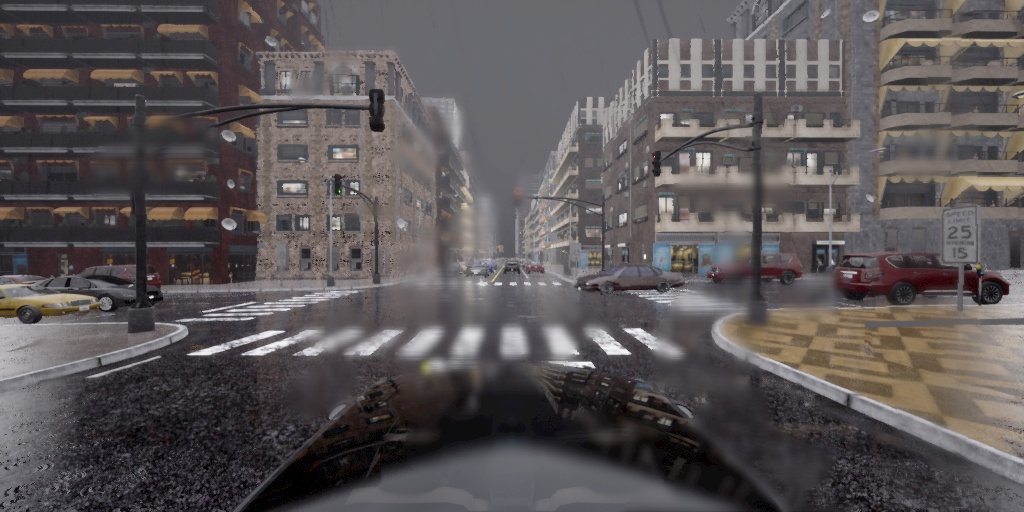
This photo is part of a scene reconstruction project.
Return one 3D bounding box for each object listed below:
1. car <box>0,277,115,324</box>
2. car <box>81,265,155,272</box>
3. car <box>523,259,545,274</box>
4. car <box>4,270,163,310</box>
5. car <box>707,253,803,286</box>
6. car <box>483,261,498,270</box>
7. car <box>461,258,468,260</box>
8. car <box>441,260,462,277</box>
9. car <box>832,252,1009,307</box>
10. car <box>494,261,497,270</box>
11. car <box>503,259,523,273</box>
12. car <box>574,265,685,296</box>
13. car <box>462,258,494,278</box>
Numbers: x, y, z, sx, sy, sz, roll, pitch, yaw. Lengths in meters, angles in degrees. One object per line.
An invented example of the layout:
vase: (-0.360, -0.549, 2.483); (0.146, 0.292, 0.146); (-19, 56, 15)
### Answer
car: (-17.651, 1.585, 12.771); (4.829, 1.417, 1.751); (0, 0, -1)
car: (-23.637, 1.462, 21.055); (5.009, 1.841, 2.192); (0, 0, -1)
car: (2.613, 1.198, 40.822); (1.967, 1.591, 4.097); (0, 0, 0)
car: (-17.895, 1.560, 15.355); (4.892, 1.490, 1.837); (-1, 0, -1)
car: (14.537, 0.759, 21.497); (5.009, 1.841, 2.192); (0, 0, -1)
car: (-3.194, 1.365, 53.415); (1.895, 1.301, 4.718); (0, 0, 0)
car: (-5.767, 1.284, 40.633); (1.751, 1.417, 4.829); (0, 0, 0)
car: (-5.756, 1.322, 35.120); (1.948, 1.339, 4.313); (0, 0, 0)
car: (14.688, 0.775, 13.118); (5.009, 1.841, 2.192); (0, 0, -1)
car: (-3.181, 1.237, 43.418); (1.882, 1.535, 5.008); (0, 0, 0)
car: (0.012, 1.264, 43.373); (1.837, 1.490, 4.892); (0, 0, 0)
car: (5.893, 1.159, 18.039); (5.357, 1.411, 2.033); (-1, 0, -12)
car: (-3.163, 1.247, 33.996); (2.128, 1.511, 4.902); (0, 0, 0)
